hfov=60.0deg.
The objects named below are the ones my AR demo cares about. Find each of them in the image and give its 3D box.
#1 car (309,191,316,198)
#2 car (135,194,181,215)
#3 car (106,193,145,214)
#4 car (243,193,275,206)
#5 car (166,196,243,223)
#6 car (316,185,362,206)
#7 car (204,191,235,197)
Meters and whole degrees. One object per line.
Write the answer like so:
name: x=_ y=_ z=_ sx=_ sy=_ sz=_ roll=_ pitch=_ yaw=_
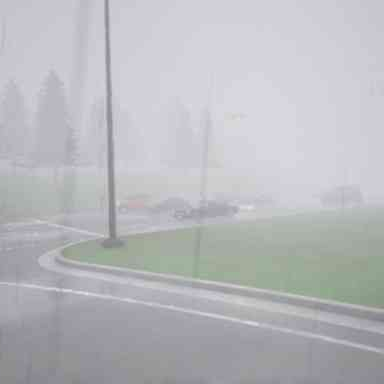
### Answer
car: x=20.527 y=0.252 z=52.426 sx=5.357 sy=1.411 sz=2.033 roll=-2 pitch=1 yaw=-40
car: x=-2.151 y=1.100 z=28.655 sx=4.674 sy=1.442 sz=1.812 roll=-2 pitch=1 yaw=-40
car: x=-5.501 y=0.970 z=30.400 sx=4.553 sy=1.767 sz=2.097 roll=-2 pitch=1 yaw=-40
car: x=7.252 y=0.807 z=36.649 sx=4.181 sy=1.385 sz=1.994 roll=-2 pitch=1 yaw=-40
car: x=0.919 y=1.215 z=22.084 sx=4.718 sy=1.301 sz=1.895 roll=-2 pitch=1 yaw=-40
car: x=15.615 y=0.320 z=34.573 sx=5.566 sy=2.045 sz=2.150 roll=-2 pitch=1 yaw=-40
car: x=2.955 y=0.674 z=37.593 sx=4.553 sy=1.767 sz=2.097 roll=-2 pitch=1 yaw=-40
